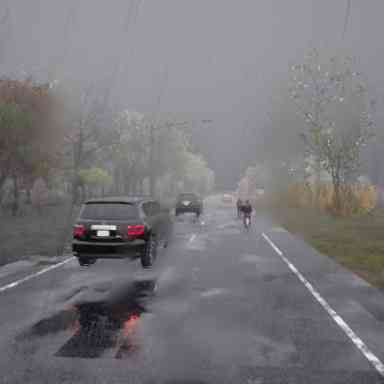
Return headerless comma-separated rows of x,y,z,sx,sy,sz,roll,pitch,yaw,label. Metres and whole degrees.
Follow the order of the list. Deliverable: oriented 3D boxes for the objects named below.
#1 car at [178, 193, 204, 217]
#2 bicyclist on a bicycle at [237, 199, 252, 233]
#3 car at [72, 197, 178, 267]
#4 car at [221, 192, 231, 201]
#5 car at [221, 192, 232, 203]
-0.193,1.108,30.283,2.150,2.045,5.566,0,0,6,car
2.998,1.305,18.211,0.659,1.776,1.843,0,0,6,bicyclist on a bicycle
-2.063,1.176,11.431,2.150,2.045,5.566,0,0,6,car
7.553,0.963,73.909,2.150,2.045,5.566,0,0,6,car
6.630,1.251,63.613,1.882,1.535,5.008,0,0,6,car
